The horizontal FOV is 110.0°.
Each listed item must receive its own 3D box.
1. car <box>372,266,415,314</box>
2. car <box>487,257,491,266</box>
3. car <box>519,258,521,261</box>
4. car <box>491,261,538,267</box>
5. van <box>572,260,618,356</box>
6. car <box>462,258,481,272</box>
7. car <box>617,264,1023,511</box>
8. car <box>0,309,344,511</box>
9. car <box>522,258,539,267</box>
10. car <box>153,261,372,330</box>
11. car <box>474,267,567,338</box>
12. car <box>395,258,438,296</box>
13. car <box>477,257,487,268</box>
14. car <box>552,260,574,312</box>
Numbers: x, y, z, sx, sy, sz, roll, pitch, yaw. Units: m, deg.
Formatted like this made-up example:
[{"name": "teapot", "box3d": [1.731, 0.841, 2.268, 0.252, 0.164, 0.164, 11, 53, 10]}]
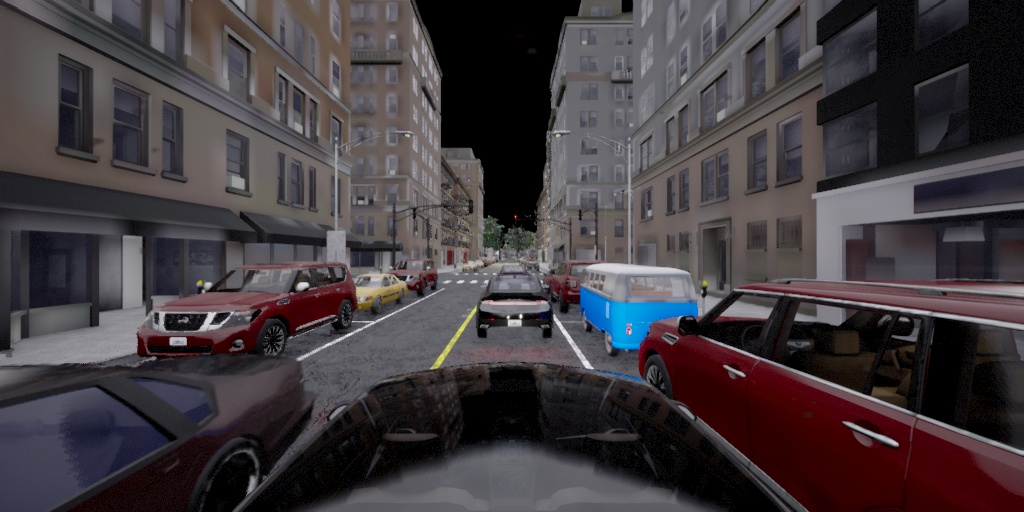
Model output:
[{"name": "car", "box3d": [-5.397, 1.273, 13.817, 1.751, 1.417, 4.829, 0, 0, 0]}, {"name": "car", "box3d": [-5.392, 1.052, 63.119, 2.192, 1.841, 5.009, 0, 0, 0]}, {"name": "car", "box3d": [2.654, 1.289, 57.635, 2.007, 1.370, 4.403, 0, 0, 0]}, {"name": "car", "box3d": [0.074, 1.238, 20.229, 2.128, 1.511, 4.902, 0, 0, -1]}, {"name": "van", "box3d": [2.639, 1.090, 8.305, 1.690, 1.789, 3.998, 0, 0, 0]}, {"name": "car", "box3d": [-5.403, 1.265, 46.504, 1.751, 1.417, 4.829, 0, 0, 0]}, {"name": "car", "box3d": [2.638, 1.064, 2.626, 2.192, 1.841, 5.009, 0, 0, 0]}, {"name": "car", "box3d": [-2.852, 1.298, 1.185, 2.033, 1.411, 5.357, 0, 0, 0]}, {"name": "car", "box3d": [2.651, 1.290, 46.671, 2.007, 1.370, 4.403, 0, 0, 0]}, {"name": "car", "box3d": [-5.397, 1.063, 8.310, 2.192, 1.841, 5.009, 0, 0, 0]}, {"name": "car", "box3d": [0.075, 1.240, 10.178, 2.128, 1.511, 4.902, 0, 0, 0]}, {"name": "car", "box3d": [-5.396, 1.061, 19.666, 2.192, 1.841, 5.009, 0, 0, 0]}, {"name": "car", "box3d": [-5.396, 1.264, 57.467, 1.751, 1.417, 4.829, 0, 0, 0]}, {"name": "car", "box3d": [2.641, 1.062, 13.984, 2.192, 1.841, 5.009, 0, 0, 0]}]
